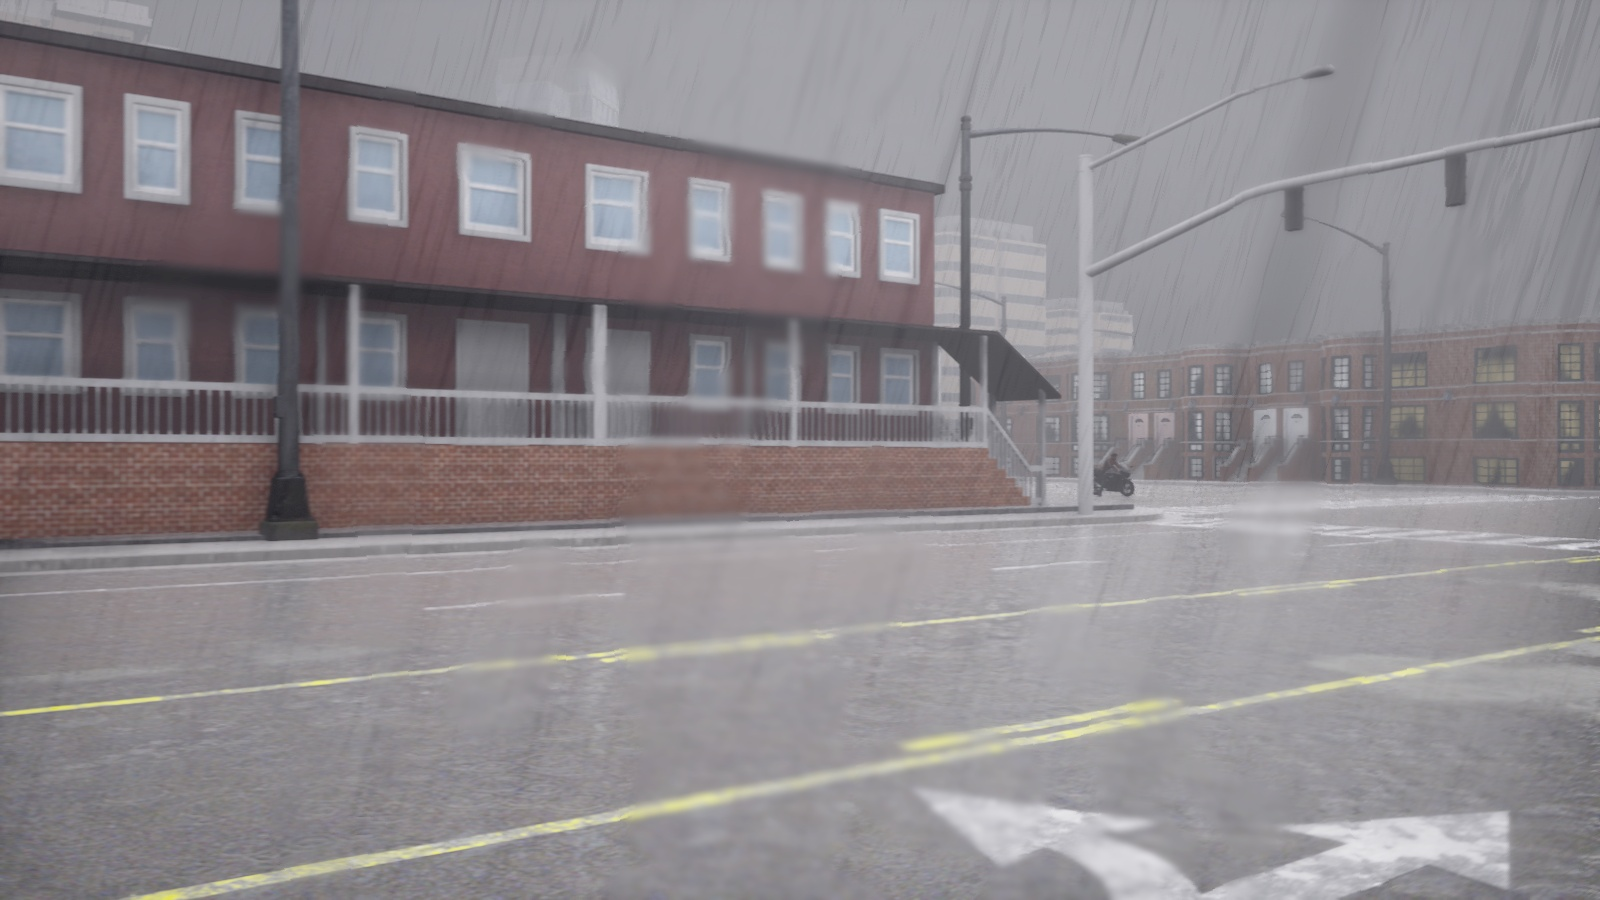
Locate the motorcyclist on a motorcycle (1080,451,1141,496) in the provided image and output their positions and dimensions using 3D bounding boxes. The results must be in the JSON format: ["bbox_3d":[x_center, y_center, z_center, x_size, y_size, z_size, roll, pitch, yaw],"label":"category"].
[{"bbox_3d":[10.747,0.812,43.500,0.797,1.523,2.044,0,0,-35],"label":"motorcyclist on a motorcycle"}]
